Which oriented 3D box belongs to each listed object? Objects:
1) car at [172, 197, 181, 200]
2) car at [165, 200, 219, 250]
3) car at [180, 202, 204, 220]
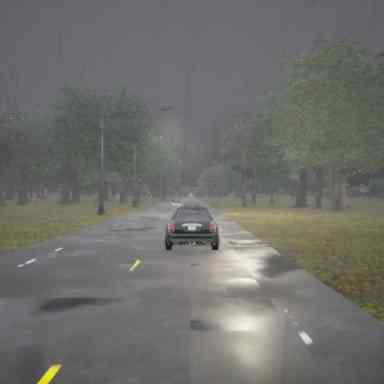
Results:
[{"bbox_3d":[-3.500,1.817,75.941,2.128,1.511,4.902,0,0,0],"label":"car"},{"bbox_3d":[0.000,1.387,14.621,2.097,1.767,4.553,0,0,0],"label":"car"},{"bbox_3d":[0.000,1.628,29.651,1.994,1.385,4.181,0,0,0],"label":"car"}]
